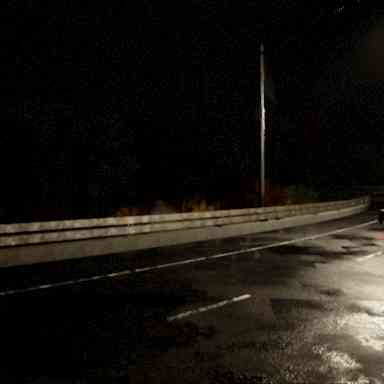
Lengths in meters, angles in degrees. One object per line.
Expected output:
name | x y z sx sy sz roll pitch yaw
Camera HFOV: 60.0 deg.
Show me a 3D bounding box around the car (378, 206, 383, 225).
car | 13.226 1.267 20.985 2.128 1.511 4.902 0 1 42
